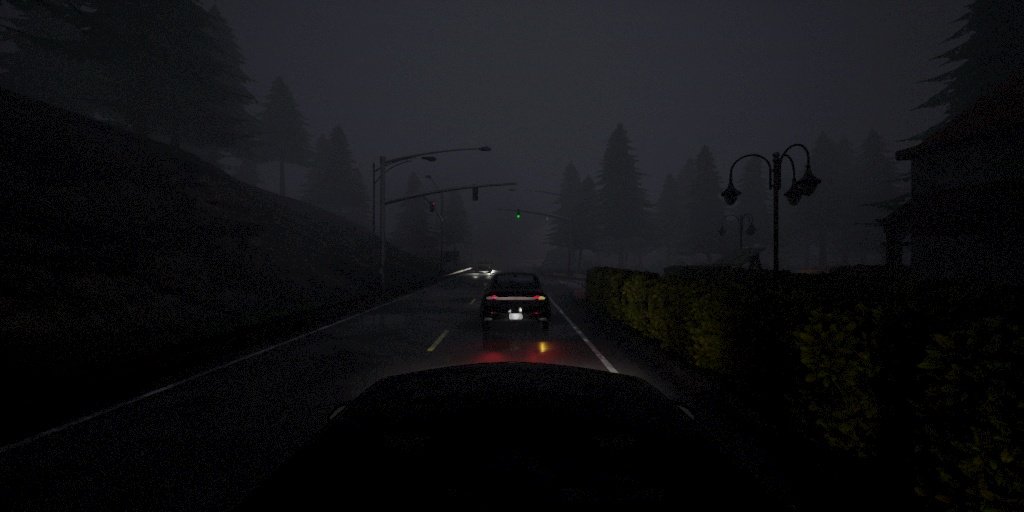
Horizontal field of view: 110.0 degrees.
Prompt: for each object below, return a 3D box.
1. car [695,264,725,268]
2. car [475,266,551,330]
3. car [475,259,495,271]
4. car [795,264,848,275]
[{"bbox_3d":[15.760,1.430,29.529,4.892,1.490,1.837,0,0,0],"label":"car"},{"bbox_3d":[0.103,1.247,11.133,2.128,1.511,4.902,0,0,0],"label":"car"},{"bbox_3d":[-3.500,1.248,44.734,1.882,1.535,5.008,0,0,0],"label":"car"},{"bbox_3d":[26.109,1.403,29.437,5.008,1.535,1.882,0,0,1],"label":"car"}]
